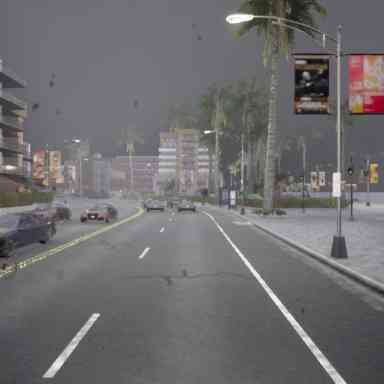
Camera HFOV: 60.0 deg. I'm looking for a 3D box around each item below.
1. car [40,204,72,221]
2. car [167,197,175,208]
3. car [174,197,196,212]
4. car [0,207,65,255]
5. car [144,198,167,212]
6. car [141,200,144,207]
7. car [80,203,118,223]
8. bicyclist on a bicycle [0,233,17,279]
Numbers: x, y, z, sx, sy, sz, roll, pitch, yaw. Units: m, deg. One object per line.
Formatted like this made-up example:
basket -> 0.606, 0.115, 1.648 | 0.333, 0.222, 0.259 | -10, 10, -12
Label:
car -> -10.523, 1.564, 24.815 | 1.994, 1.385, 4.181 | 0, 0, 0
car -> -2.490, 1.491, 48.258 | 2.128, 1.511, 4.902 | 0, 0, -15
car -> -0.694, 1.564, 38.390 | 1.994, 1.385, 4.181 | 0, 0, -5
car -> -7.105, 1.547, 12.999 | 2.033, 1.411, 5.357 | 0, 0, 0
car -> -4.323, 1.564, 39.131 | 1.994, 1.385, 4.181 | 0, 0, -6
car -> -6.139, 1.564, 48.197 | 1.994, 1.385, 4.181 | 0, 0, -14
car -> -7.014, 1.564, 25.503 | 1.994, 1.385, 4.181 | 0, 0, 0
bicyclist on a bicycle -> -5.306, 1.455, 8.503 | 1.656, 1.620, 0.582 | -2, 0, 0
